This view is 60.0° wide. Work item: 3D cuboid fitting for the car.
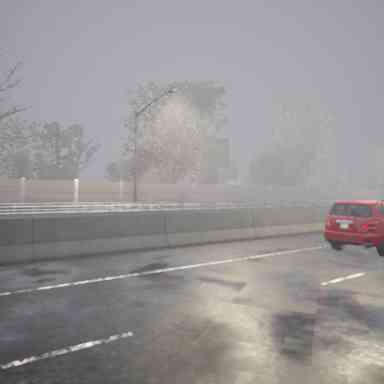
[{"bbox_3d":[7.746,1.353,13.701,5.566,2.045,2.150,0,0,-36],"label":"car"}]
